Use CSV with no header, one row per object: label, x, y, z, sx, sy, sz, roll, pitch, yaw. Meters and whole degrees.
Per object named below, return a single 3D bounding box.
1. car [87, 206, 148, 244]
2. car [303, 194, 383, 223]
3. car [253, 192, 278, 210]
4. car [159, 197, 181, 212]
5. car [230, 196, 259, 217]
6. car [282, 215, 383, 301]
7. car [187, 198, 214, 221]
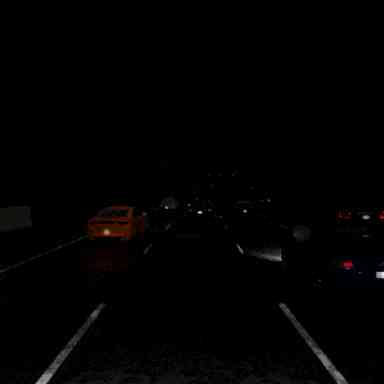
car,-3.224,1.373,15.291,1.882,1.535,5.008,0,1,1
car,7.307,1.110,16.472,2.150,2.045,5.566,0,1,2
car,8.328,0.964,38.017,2.150,2.045,5.566,0,1,3
car,-2.355,1.287,34.943,1.812,1.442,4.674,0,1,3
car,4.329,1.329,28.752,1.812,1.442,4.674,0,1,3
car,3.642,1.508,8.235,1.994,1.385,4.181,0,0,1
car,0.656,1.392,25.206,1.994,1.385,4.181,0,0,3
